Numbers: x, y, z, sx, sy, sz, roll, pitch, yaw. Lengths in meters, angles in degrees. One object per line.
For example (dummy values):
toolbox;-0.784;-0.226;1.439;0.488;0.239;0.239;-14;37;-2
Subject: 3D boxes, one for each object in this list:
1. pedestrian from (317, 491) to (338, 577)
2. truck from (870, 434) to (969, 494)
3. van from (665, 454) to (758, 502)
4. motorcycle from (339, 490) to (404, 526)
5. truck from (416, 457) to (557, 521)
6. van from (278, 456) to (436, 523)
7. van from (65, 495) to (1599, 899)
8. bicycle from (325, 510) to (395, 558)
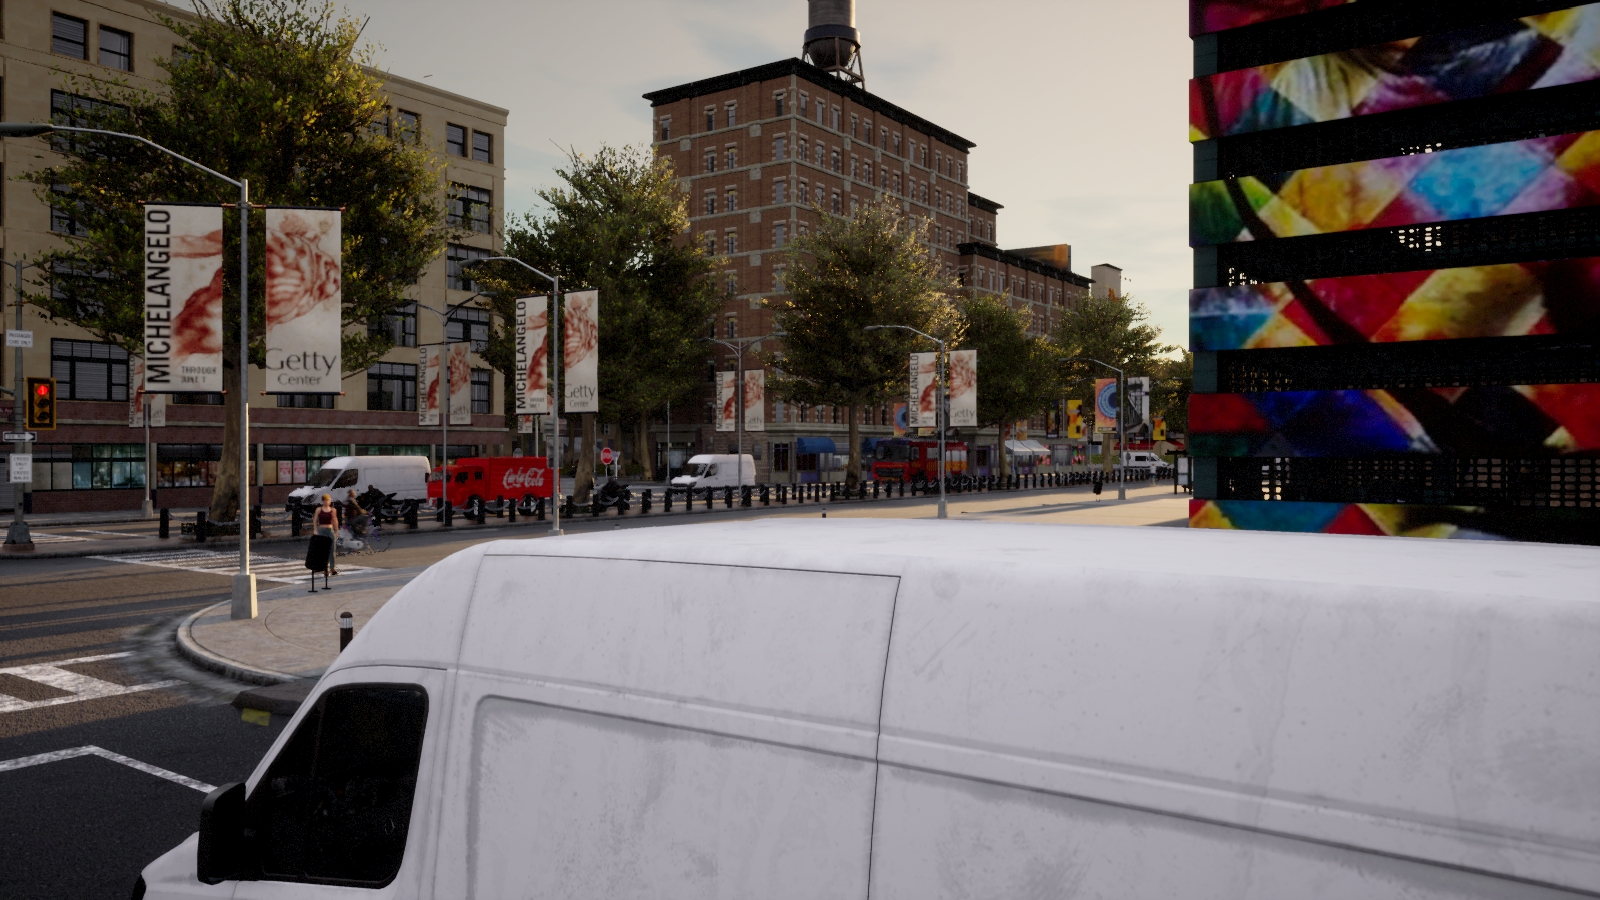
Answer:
pedestrian;-10.421;1.848;25.205;0.375;1.860;0.375;0;0;-32
truck;8.275;0.890;77.840;2.891;3.827;8.468;0;0;36
van;-4.988;1.534;65.274;1.988;2.561;5.915;0;0;36
motorcycle;-16.269;2.205;43.436;0.867;1.251;2.209;0;0;36
truck;-13.076;1.565;47.908;2.627;2.467;5.204;0;0;36
van;-18.065;1.534;46.934;1.988;2.561;5.915;0;0;36
van;-0.118;1.534;3.913;5.915;2.561;1.988;0;0;36
bicycle;-11.641;2.210;30.289;0.329;1.171;1.835;0;0;37
